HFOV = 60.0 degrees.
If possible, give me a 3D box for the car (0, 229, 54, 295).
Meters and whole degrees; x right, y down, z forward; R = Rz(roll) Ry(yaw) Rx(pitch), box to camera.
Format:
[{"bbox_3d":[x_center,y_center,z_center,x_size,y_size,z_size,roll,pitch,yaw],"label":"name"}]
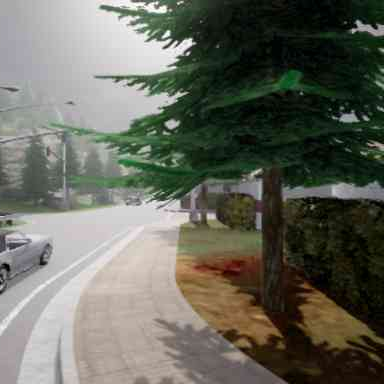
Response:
[{"bbox_3d":[-5.163,1.600,8.530,1.895,1.301,4.718,0,0,-5],"label":"car"}]
